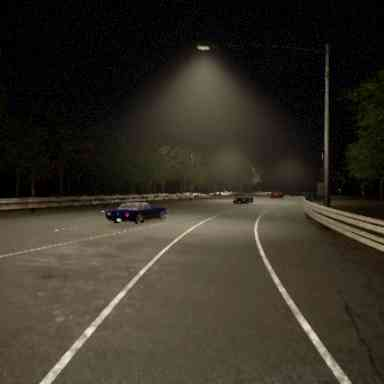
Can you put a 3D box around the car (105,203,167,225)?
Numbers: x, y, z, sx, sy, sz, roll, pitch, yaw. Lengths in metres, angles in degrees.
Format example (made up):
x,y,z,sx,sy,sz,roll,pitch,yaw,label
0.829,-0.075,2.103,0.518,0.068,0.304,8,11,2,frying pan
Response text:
x,y,z,sx,sy,sz,roll,pitch,yaw,label
-3.464,1.348,21.761,1.895,1.301,4.718,1,1,23,car

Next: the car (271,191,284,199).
x,y,z,sx,sy,sz,roll,pitch,yaw,label
18.851,0.602,73.203,2.097,1.767,4.553,0,0,24,car

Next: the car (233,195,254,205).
x,y,z,sx,sy,sz,roll,pitch,yaw,label
7.251,1.084,46.524,1.895,1.301,4.718,0,1,23,car
